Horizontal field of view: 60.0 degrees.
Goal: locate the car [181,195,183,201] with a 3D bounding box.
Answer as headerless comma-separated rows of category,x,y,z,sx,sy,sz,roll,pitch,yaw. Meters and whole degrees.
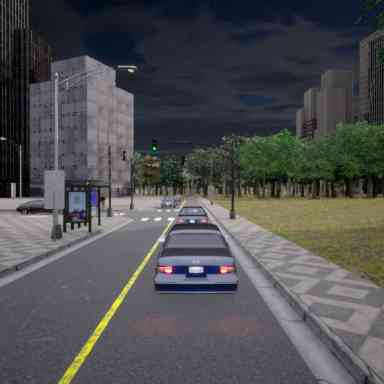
car,-3.152,1.397,66.031,1.882,1.535,5.008,0,0,0

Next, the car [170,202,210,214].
car,0.050,1.537,19.510,2.033,1.411,5.357,0,0,1

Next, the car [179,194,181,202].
car,-3.175,1.444,55.309,1.837,1.490,4.892,0,0,0

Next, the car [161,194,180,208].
car,-3.166,1.445,46.094,2.128,1.511,4.902,0,0,0

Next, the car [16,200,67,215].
car,-14.397,1.477,31.991,4.674,1.442,1.812,0,1,2

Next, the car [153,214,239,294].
car,0.080,1.545,8.918,2.033,1.411,5.357,0,0,0

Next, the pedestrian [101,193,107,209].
pedestrian,-10.141,1.050,38.105,0.375,1.860,0.375,0,0,1

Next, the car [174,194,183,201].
car,-3.187,1.317,79.639,1.837,1.490,4.892,0,0,0
